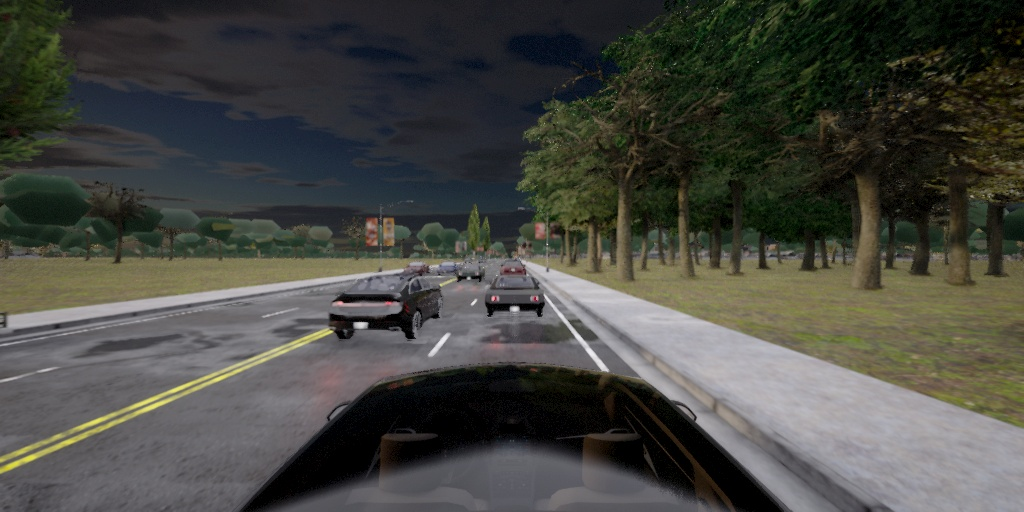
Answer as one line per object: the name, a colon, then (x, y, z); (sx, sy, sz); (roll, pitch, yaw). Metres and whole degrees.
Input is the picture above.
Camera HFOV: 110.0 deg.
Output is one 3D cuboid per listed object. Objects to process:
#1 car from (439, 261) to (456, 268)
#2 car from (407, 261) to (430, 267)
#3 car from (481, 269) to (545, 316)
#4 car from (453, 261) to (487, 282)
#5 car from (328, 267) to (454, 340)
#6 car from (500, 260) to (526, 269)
car: (-6.586, 1.261, 37.425); (1.812, 1.442, 4.674); (0, 0, 0)
car: (-9.835, 1.261, 37.428); (1.812, 1.442, 4.674); (0, 0, 0)
car: (0.095, 1.340, 13.256); (1.895, 1.301, 4.718); (0, 0, 0)
car: (-3.151, 1.335, 28.480); (1.895, 1.301, 4.718); (0, 0, 0)
car: (-3.161, 1.234, 9.908); (2.128, 1.511, 4.902); (0, 0, 0)
car: (0.099, 1.087, 29.857); (2.097, 1.767, 4.553); (0, 0, 0)
